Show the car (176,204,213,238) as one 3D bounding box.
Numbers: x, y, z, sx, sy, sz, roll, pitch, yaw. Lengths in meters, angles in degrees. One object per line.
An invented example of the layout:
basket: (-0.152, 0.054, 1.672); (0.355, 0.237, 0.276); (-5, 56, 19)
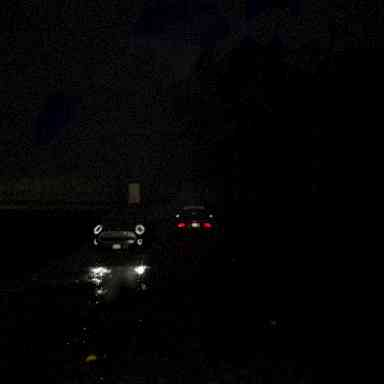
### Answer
car: (0.127, 1.593, 17.992); (2.033, 1.411, 5.357); (0, 0, 0)

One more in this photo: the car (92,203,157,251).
car: (-2.728, 1.393, 14.324); (2.097, 1.767, 4.553); (0, 0, 0)

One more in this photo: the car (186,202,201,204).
car: (0.106, 1.634, 31.728); (1.895, 1.301, 4.718); (0, 0, -1)
